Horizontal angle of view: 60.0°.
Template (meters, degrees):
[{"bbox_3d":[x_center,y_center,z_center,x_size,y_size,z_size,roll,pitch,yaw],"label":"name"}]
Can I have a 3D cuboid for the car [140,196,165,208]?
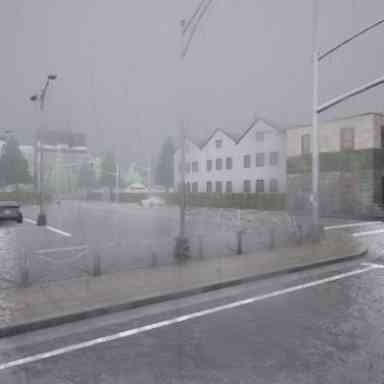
[{"bbox_3d":[-5.293,1.323,44.678,1.812,1.442,4.674,0,0,-35],"label":"car"}]

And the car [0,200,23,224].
[{"bbox_3d":[-12.243,1.310,21.592,2.007,1.523,4.514,0,0,-36],"label":"car"}]
